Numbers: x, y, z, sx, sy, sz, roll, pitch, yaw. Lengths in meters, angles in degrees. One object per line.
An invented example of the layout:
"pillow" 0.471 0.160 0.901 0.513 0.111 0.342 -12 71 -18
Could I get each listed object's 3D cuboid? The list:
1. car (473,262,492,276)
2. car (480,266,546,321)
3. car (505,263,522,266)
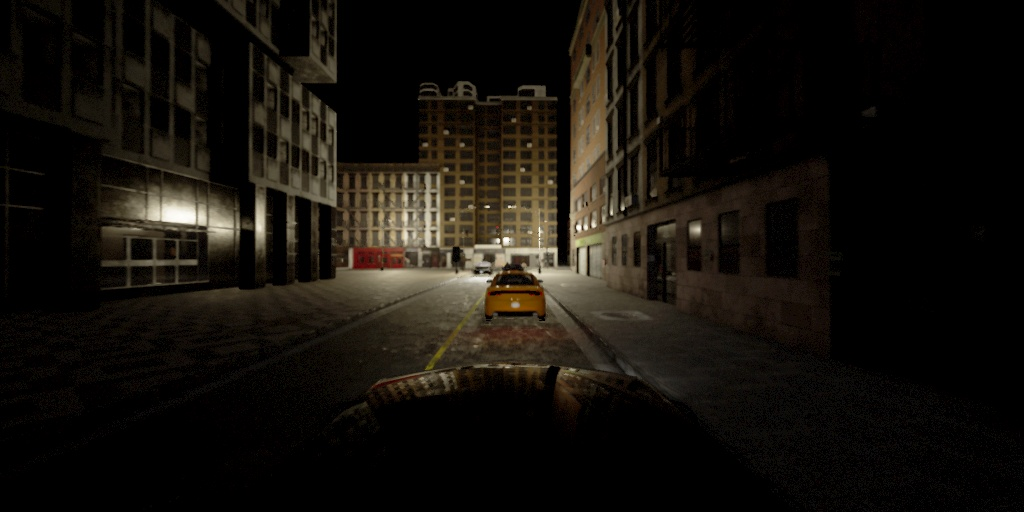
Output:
"car" -3.061 1.390 38.911 2.128 1.511 4.902 0 0 0
"car" 0.101 1.278 12.799 1.882 1.535 5.008 0 0 0
"car" 0.108 1.346 30.238 1.882 1.535 5.008 0 0 0
